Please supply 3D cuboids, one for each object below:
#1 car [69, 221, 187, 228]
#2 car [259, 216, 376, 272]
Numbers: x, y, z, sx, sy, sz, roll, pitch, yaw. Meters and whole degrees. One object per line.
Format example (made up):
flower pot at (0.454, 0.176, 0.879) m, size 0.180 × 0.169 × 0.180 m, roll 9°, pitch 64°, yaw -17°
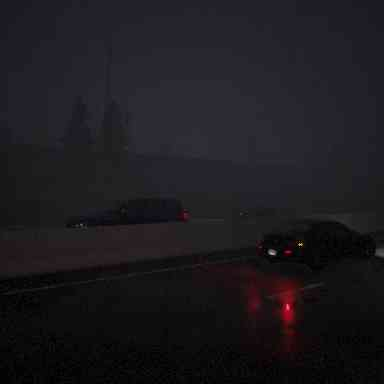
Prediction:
car at (-2.779, 1.268, 14.905) m, size 5.566 × 2.045 × 2.150 m, roll 1°, pitch 0°, yaw -35°
car at (4.223, 1.600, 11.055) m, size 4.674 × 1.442 × 1.812 m, roll 0°, pitch 0°, yaw -35°
